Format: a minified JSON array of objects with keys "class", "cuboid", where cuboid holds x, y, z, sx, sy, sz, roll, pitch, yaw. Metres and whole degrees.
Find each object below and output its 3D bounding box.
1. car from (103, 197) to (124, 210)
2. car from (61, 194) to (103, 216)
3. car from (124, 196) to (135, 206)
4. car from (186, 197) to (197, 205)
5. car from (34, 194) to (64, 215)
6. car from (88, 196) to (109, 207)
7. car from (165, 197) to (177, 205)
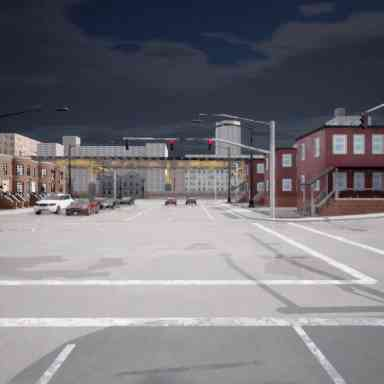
[{"class":"car","cuboid":[-10.706,1.492,43.285,2.128,1.511,4.902,0,0,0]},{"class":"car","cuboid":[-10.672,1.352,32.624,2.097,1.767,4.553,0,0,0]},{"class":"car","cuboid":[-10.709,1.478,54.751,1.882,1.535,5.008,0,1,0]},{"class":"car","cuboid":[-0.147,1.526,58.543,1.812,1.442,4.674,0,0,0]},{"class":"car","cuboid":[-14.187,1.222,34.450,2.150,2.045,5.566,0,0,0]},{"class":"car","cuboid":[-14.214,1.477,50.758,1.882,1.535,5.008,0,0,0]},{"class":"car","cuboid":[-3.542,1.526,56.727,1.812,1.442,4.674,0,0,0]}]
